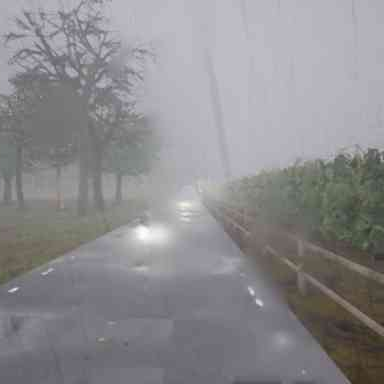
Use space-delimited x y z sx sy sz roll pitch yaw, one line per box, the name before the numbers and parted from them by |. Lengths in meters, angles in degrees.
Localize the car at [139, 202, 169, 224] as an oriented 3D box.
car | -2.743 1.515 25.002 2.128 1.511 4.902 0 0 0
